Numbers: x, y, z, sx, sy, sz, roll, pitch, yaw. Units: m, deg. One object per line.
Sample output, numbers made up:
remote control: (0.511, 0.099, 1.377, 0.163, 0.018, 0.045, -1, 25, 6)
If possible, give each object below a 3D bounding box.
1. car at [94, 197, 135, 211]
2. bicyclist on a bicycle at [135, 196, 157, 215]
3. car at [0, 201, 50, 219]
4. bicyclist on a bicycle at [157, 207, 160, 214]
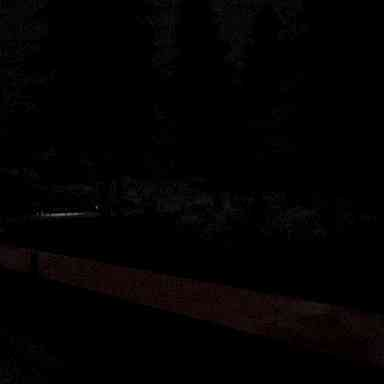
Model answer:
car: (-8.295, 1.329, 35.907, 2.128, 1.511, 4.902, 0, 0, 36)
bicyclist on a bicycle: (-4.091, 1.141, 28.441, 1.656, 1.620, 0.582, 0, 0, 15)
car: (-14.350, 1.438, 27.422, 1.895, 1.301, 4.718, 0, 0, 35)
bicyclist on a bicycle: (-3.529, 1.142, 28.924, 1.656, 1.620, 0.582, 0, 0, 22)
